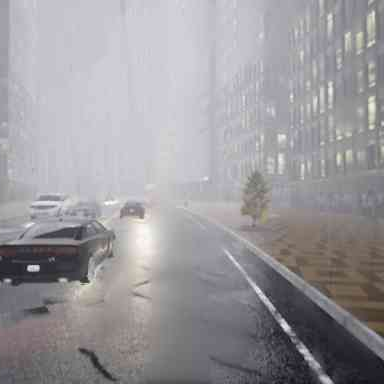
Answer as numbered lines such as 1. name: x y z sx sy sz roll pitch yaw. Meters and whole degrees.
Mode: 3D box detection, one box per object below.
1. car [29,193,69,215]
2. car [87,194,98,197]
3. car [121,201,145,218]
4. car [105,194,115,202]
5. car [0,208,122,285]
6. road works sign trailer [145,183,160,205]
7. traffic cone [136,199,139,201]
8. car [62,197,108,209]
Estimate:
1. car: -11.719 1.108 27.884 2.150 2.045 5.566 0 0 -7
2. car: -20.441 1.207 68.348 2.128 1.511 4.902 0 0 -18
3. car: -5.110 1.452 28.748 1.994 1.385 4.181 0 0 -7
4. car: -16.355 1.236 66.054 2.128 1.511 4.902 0 0 -16
5. car: -3.450 1.443 9.490 1.882 1.535 5.008 0 0 -2
6. road works sign trailer: -6.534 0.260 54.830 2.380 3.560 2.880 0 0 -15
7. traffic cone: -9.640 1.723 61.259 0.340 0.580 0.340 0 0 -15
8. car: -8.246 1.388 26.063 2.128 1.511 4.902 0 0 -7
